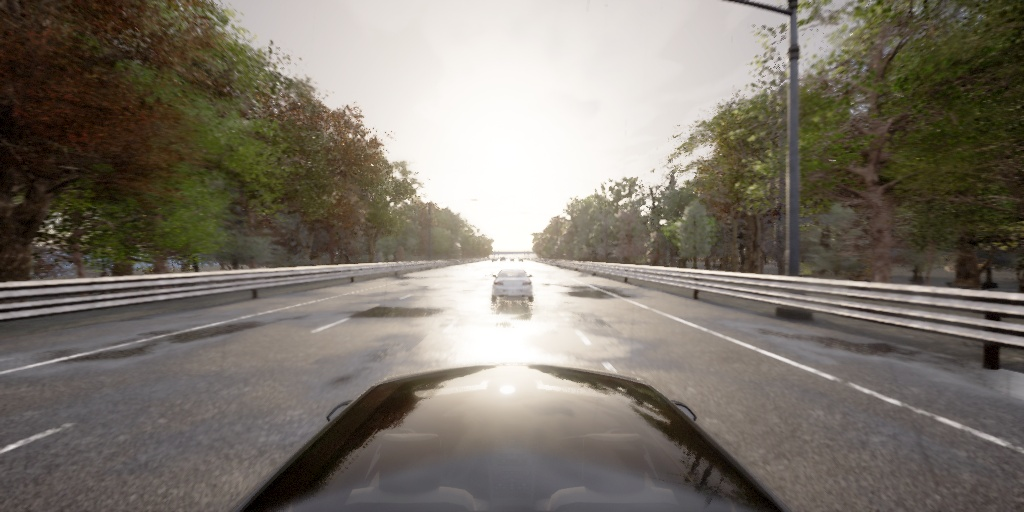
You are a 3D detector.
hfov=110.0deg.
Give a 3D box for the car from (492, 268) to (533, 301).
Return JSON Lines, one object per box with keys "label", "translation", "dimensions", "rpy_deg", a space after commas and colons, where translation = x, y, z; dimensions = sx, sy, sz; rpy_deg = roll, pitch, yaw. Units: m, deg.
{"label": "car", "translation": [0.028, 1.313, 17.167], "dimensions": [1.812, 1.442, 4.674], "rpy_deg": [0, 0, 0]}
